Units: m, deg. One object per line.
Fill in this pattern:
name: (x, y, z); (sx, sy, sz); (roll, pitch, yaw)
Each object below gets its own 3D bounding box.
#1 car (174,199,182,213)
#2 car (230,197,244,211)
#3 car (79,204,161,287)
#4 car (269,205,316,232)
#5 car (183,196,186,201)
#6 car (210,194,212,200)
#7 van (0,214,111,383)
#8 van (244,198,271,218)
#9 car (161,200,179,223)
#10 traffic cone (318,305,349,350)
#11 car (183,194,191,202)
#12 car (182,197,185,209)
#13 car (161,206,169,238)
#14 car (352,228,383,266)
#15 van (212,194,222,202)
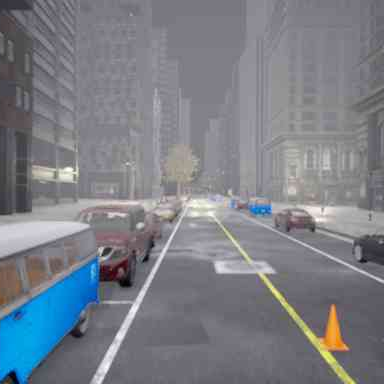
car: (-2.191, 1.605, 31.653); (1.887, 1.381, 4.507); (1, 0, 0)
car: (6.443, 1.692, 42.621); (1.887, 1.381, 4.507); (1, 0, 0)
car: (-2.350, 1.322, 9.552); (2.192, 1.841, 5.009); (1, 0, 0)
car: (6.274, 1.674, 20.522); (1.802, 1.307, 4.206); (1, 0, 0)
car: (-2.111, 1.633, 42.703); (1.887, 1.381, 4.507); (1, 0, 0)
car: (6.796, 1.862, 91.542); (1.947, 1.339, 4.313); (1, 0, 0)
van: (-2.390, 1.335, 4.027); (1.690, 1.788, 3.998); (1, 0, 0)
van: (6.361, 1.461, 31.572); (1.690, 1.788, 3.998); (1, 0, 0)
car: (-2.233, 1.572, 25.958); (1.752, 1.417, 4.829); (1, 0, 0)
traffic cone: (2.105, 1.982, 4.965); (0.340, 0.580, 0.340); (0, 0, 0)
car: (-1.817, 1.726, 80.625); (1.752, 1.417, 4.829); (1, 0, 0)
car: (-2.151, 1.619, 37.178); (1.887, 1.381, 4.507); (1, 0, 0)
car: (-2.312, 1.565, 15.077); (1.887, 1.381, 4.507); (1, 0, 0)
car: (6.190, 1.616, 9.472); (2.008, 1.369, 4.403); (1, 0, 0)
van: (6.757, 1.619, 86.130); (1.690, 1.788, 3.998); (1, 0, 0)
